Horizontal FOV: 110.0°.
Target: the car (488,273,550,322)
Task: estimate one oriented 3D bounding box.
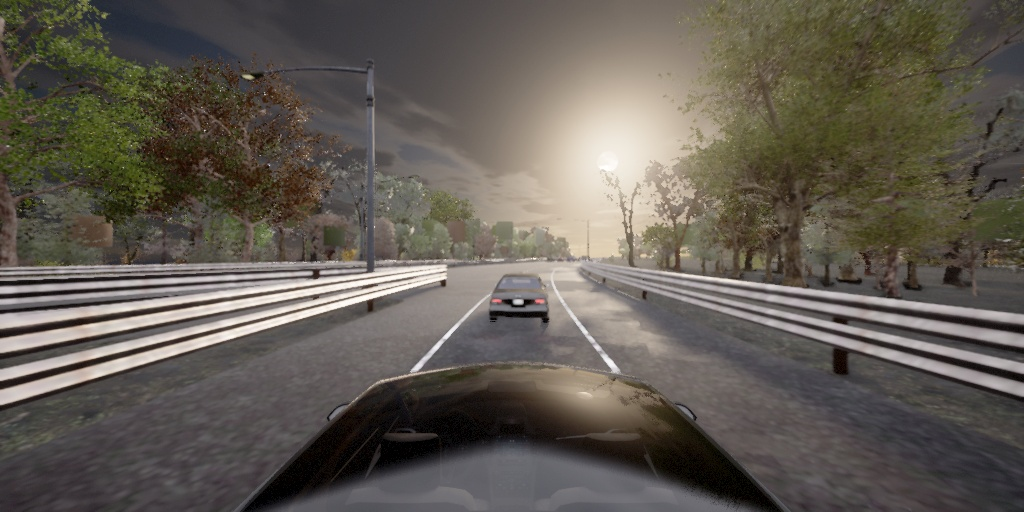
[{"bbox_3d":[0.306,1.275,12.152,2.033,1.411,5.357,0,0,3],"label":"car"}]
